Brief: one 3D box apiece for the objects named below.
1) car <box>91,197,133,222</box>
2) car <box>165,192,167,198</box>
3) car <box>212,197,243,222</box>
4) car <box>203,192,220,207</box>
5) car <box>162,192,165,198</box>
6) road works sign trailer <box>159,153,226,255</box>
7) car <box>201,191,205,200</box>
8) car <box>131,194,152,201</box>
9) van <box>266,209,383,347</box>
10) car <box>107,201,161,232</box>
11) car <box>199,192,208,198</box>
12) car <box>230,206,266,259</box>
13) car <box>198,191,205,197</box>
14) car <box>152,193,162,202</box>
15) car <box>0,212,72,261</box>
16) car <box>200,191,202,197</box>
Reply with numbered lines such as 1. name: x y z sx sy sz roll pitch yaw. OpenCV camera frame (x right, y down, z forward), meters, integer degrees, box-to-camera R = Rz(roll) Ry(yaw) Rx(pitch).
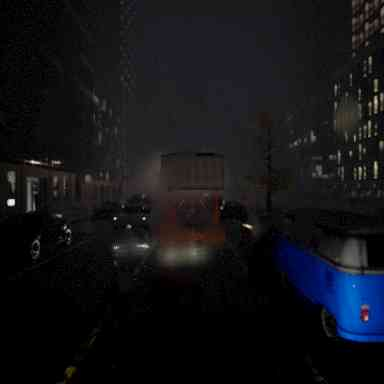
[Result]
1. car: -5.680 1.278 23.096 2.008 1.369 4.403 0 1 0
2. car: -5.673 0.747 68.606 1.887 1.381 4.507 0 1 0
3. car: 2.700 1.279 23.074 2.008 1.369 4.403 0 1 0
4. car: 2.703 1.080 40.140 2.008 1.369 4.403 0 1 0
5. car: -5.676 0.942 51.540 1.887 1.381 4.507 0 1 0
6. road works sign trailer: 0.026 0.314 12.648 2.380 3.560 2.880 0 1 0
7. car: 2.704 0.904 45.826 1.967 1.590 4.097 0 1 0
8. car: -5.677 1.035 34.473 1.967 1.590 4.097 0 1 0
9. van: 2.700 1.269 6.006 1.690 1.788 3.998 0 1 0
10. car: -3.098 1.380 18.687 1.895 1.301 4.718 0 1 0
11. car: 2.709 0.640 79.959 1.947 1.339 4.313 0 1 0
12. car: 2.698 1.412 11.697 2.008 1.369 4.403 0 1 0
13. car: 2.711 0.470 91.506 1.752 1.417 4.829 0 1 0
14. car: -5.677 1.014 45.852 2.008 1.369 4.403 0 1 0
15. car: -5.682 1.427 11.719 1.947 1.339 4.313 0 1 0
16. car: 2.705 0.943 51.517 1.887 1.381 4.507 0 1 0
